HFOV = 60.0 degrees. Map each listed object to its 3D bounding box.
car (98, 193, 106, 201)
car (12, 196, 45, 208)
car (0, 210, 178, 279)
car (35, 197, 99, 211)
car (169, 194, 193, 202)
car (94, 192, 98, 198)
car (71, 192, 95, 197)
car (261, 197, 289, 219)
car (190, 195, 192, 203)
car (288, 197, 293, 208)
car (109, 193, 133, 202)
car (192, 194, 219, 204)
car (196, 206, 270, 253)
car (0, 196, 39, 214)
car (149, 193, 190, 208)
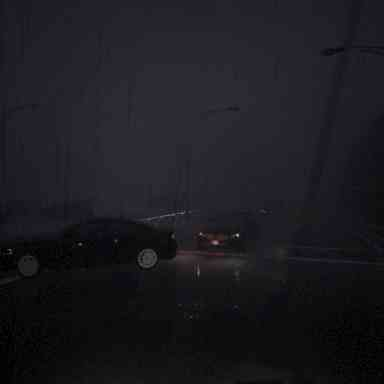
[{"bbox_3d":[-20.342,1.013,70.932,3.866,1.878,1.905,0,0,18],"label":"car"},{"bbox_3d":[-21.779,1.273,44.270,3.633,1.501,1.845,0,0,18],"label":"car"},{"bbox_3d":[-2.927,1.475,9.924,5.008,1.535,1.882,0,0,-19],"label":"car"},{"bbox_3d":[-9.083,1.355,24.219,3.633,1.501,1.845,0,0,18],"label":"car"},{"bbox_3d":[-2.229,1.256,68.713,4.514,1.523,2.007,0,0,18],"label":"car"},{"bbox_3d":[-21.979,1.297,67.974,3.806,1.475,1.970,0,0,18],"label":"car"},{"bbox_3d":[-18.562,1.248,53.730,4.514,1.523,2.007,0,0,18],"label":"car"},{"bbox_3d":[7.163,1.483,28.987,1.837,1.490,4.892,0,1,19],"label":"car"},{"bbox_3d":[-2.511,1.051,44.681,3.866,1.878,1.905,0,0,18],"label":"car"},{"bbox_3d":[13.892,1.465,49.047,2.128,1.511,4.902,0,0,19],"label":"car"},{"bbox_3d":[-13.927,1.044,65.314,4.605,1.855,1.932,0,0,18],"label":"car"},{"bbox_3d":[1.557,1.124,56.812,5.027,1.636,2.152,0,0,18],"label":"car"},{"bbox_3d":[1.784,1.514,13.925,1.812,1.442,4.674,0,0,24],"label":"car"},{"bbox_3d":[-15.171,1.355,29.404,3.806,1.475,1.970,0,0,18],"label":"car"},{"bbox_3d":[-3.044,1.073,41.795,4.605,1.855,1.932,0,0,18],"label":"car"}]
